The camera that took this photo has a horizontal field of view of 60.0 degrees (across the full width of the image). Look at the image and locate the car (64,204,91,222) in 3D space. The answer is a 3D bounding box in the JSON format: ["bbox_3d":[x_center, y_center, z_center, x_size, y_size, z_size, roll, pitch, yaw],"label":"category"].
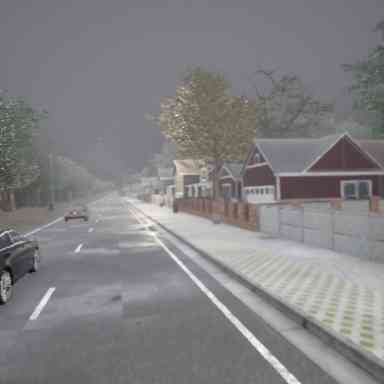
[{"bbox_3d":[-10.081,1.806,29.482,2.033,1.411,5.357,-2,0,-13],"label":"car"}]

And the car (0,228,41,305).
[{"bbox_3d":[-5.118,1.640,8.172,2.128,1.511,4.902,-2,0,-13],"label":"car"}]
